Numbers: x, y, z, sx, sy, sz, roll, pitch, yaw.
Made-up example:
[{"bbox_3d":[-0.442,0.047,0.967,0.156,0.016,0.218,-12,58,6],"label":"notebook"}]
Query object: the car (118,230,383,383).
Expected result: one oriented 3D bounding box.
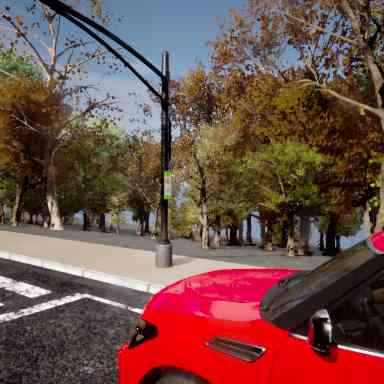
[{"bbox_3d":[2.005,1.222,2.283,5.566,2.045,2.150,0,0,34],"label":"car"}]
